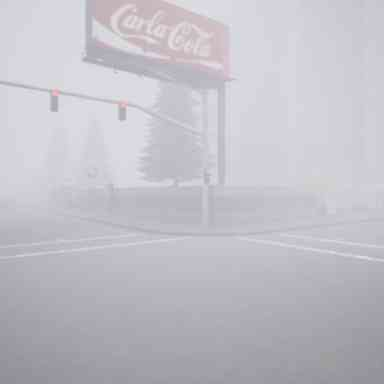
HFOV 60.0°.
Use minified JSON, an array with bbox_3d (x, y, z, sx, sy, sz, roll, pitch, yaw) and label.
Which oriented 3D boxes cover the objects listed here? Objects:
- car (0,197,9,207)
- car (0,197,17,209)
[{"bbox_3d":[-29.912,1.492,51.641,1.812,1.442,4.674,0,0,-37],"label":"car"},{"bbox_3d":[-24.576,1.470,44.252,1.837,1.490,4.892,0,0,-36],"label":"car"}]
